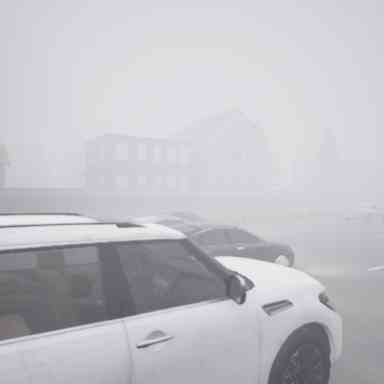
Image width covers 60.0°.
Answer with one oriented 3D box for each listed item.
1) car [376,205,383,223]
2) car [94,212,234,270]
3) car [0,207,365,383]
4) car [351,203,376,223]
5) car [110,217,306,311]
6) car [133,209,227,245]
[{"bbox_3d":[15.071,1.610,23.086,4.892,1.490,1.837,0,0,-35],"label":"car"},{"bbox_3d":[-0.850,1.551,11.752,4.674,1.442,1.812,0,0,-36],"label":"car"},{"bbox_3d":[-0.940,1.225,3.074,5.566,2.045,2.150,0,0,-35],"label":"car"},{"bbox_3d":[13.953,1.635,26.587,4.674,1.442,1.812,0,0,-35],"label":"car"},{"bbox_3d":[0.599,1.527,8.472,4.892,1.490,1.837,0,0,-35],"label":"car"},{"bbox_3d":[-0.541,1.601,16.254,4.181,1.385,1.994,0,0,-35],"label":"car"}]
